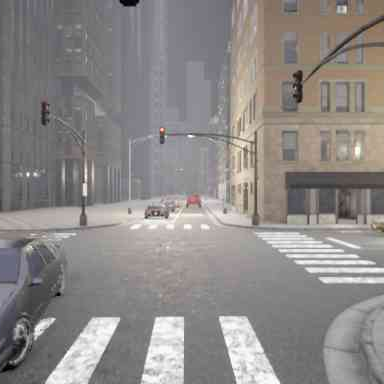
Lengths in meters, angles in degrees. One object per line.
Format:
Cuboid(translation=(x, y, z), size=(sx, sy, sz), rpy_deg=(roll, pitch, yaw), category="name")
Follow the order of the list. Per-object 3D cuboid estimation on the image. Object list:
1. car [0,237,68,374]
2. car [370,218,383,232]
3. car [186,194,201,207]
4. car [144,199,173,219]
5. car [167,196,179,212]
Cuboid(translation=(-3.418, 1.555, 5.739), size=(2.033, 1.411, 5.357), rpy_deg=(0, 0, -12), category="car")
Cuboid(translation=(12.171, 1.537, 17.785), size=(4.829, 1.417, 1.752), rpy_deg=(0, 0, -1), category="car")
Cuboid(translation=(0.265, 1.291, 53.076), size=(2.150, 2.045, 5.566), rpy_deg=(0, 0, 0), category="car")
Cuboid(translation=(-3.002, 1.604, 29.469), size=(1.994, 1.385, 4.181), rpy_deg=(0, 0, 0), category="car")
Cuboid(translation=(-2.964, 1.546, 39.324), size=(2.128, 1.511, 4.902), rpy_deg=(0, 0, 0), category="car")
